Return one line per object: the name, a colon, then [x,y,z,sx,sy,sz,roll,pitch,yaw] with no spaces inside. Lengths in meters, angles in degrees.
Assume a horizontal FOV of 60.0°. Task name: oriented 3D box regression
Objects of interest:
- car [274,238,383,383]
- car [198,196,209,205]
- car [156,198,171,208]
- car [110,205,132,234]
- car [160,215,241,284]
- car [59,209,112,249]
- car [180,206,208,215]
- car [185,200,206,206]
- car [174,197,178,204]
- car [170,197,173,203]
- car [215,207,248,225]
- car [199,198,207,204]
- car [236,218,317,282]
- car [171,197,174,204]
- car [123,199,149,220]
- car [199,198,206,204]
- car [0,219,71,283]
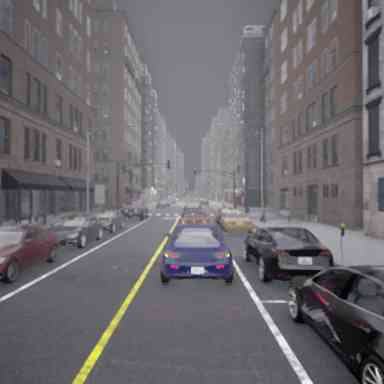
car: [2.644,1.615,4.460,1.947,1.339,4.313,0,-1,0]
car: [2.788,2.185,74.349,1.967,1.590,4.097,0,-1,0]
car: [-5.271,2.137,58.011,2.008,1.369,4.403,0,-1,0]
car: [-5.347,1.766,20.724,2.008,1.369,4.403,0,-1,0]
car: [0.120,1.630,9.775,1.812,1.442,4.674,0,-1,0]
car: [-5.359,1.712,15.311,2.008,1.369,4.403,0,-1,0]
car: [0.136,1.828,21.955,1.895,1.301,4.718,0,-1,0]
car: [0.066,1.806,32.132,1.882,1.535,5.008,0,-1,0]
car: [-5.214,2.414,85.279,1.947,1.339,4.313,0,-1,0]
car: [-5.259,2.184,63.465,1.887,1.381,4.507,0,-1,0]
car: [2.678,1.742,20.869,1.752,1.417,4.829,0,-1,0]
car: [2.811,2.289,85.258,1.967,1.590,4.097,0,-1,0]
car: [2.655,1.671,9.873,1.947,1.339,4.313,0,-1,0]
car: [-5.249,2.216,68.748,1.752,1.417,4.829,0,-1,0]
car: [-5.325,1.638,31.551,2.192,1.841,5.009,0,-1,0]
car: [2.822,2.445,90.711,1.887,1.381,4.507,0,-1,0]
car: [-5.370,1.687,9.898,1.802,1.307,4.206,0,-1,0]
